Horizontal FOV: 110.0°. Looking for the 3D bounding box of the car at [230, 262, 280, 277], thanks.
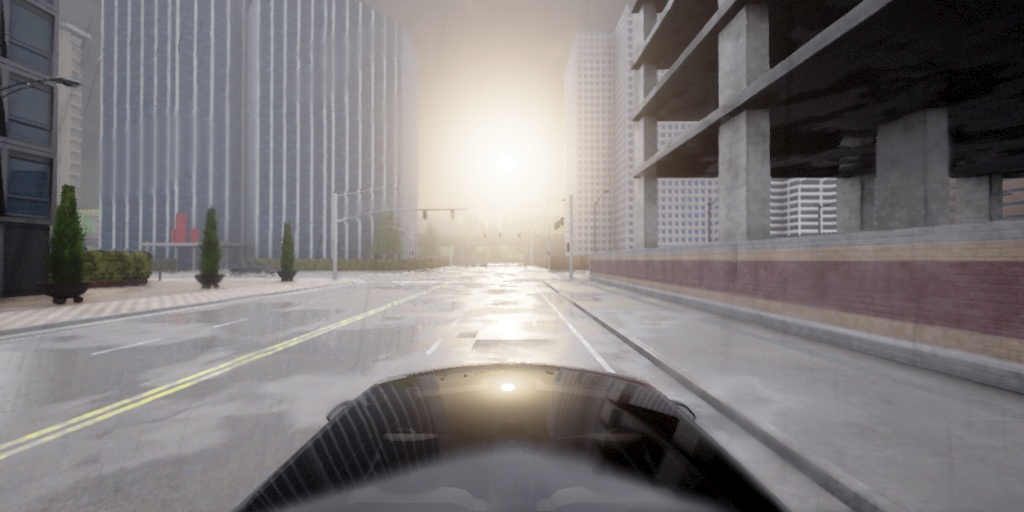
[{"bbox_3d":[-28.518,1.466,39.972,4.892,1.490,1.837,0,-1,0],"label":"car"}]
